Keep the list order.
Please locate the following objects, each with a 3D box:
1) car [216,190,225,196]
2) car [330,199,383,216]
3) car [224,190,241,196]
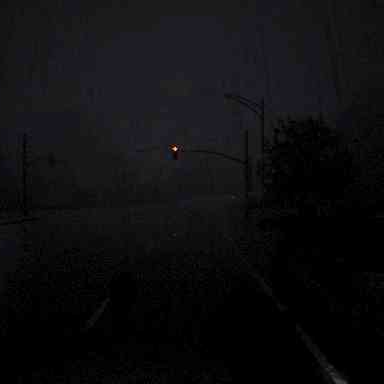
[{"bbox_3d":[8.312,0.251,90.468,2.128,1.511,4.902,0,3,30],"label":"car"},{"bbox_3d":[16.222,1.437,32.502,5.008,1.535,1.882,-1,0,3],"label":"car"},{"bbox_3d":[11.255,0.266,88.573,2.033,1.411,5.357,0,3,30],"label":"car"}]
